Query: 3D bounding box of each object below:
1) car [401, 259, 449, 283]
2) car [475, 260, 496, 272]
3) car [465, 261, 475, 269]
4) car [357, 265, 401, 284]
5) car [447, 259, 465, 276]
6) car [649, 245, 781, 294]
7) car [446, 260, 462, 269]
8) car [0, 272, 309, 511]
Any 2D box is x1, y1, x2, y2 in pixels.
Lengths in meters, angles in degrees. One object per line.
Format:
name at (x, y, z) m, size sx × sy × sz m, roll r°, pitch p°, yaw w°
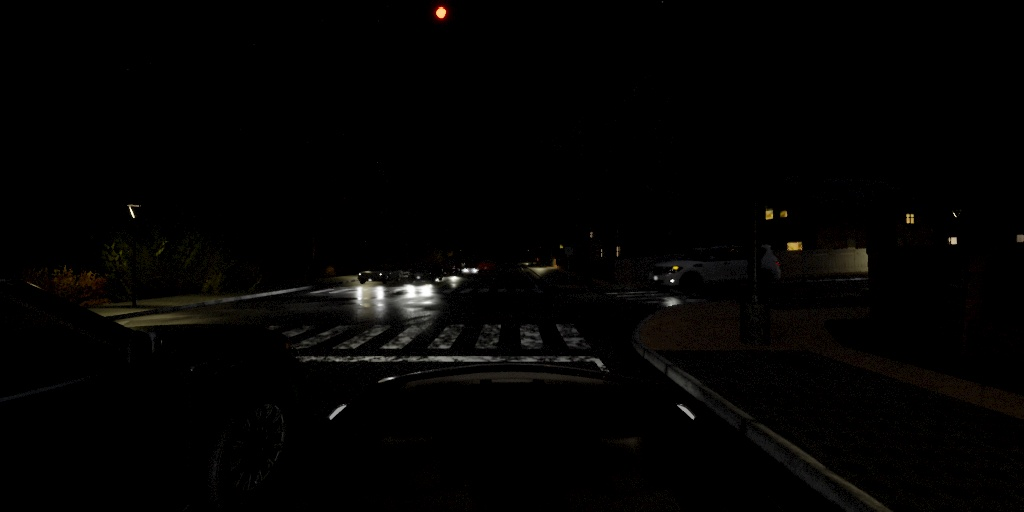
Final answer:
car at (-6.596, 1.254, 27.731) m, size 2.128 × 1.511 × 4.902 m, roll 0°, pitch 0°, yaw 0°
car at (-3.146, 1.258, 45.559) m, size 1.882 × 1.535 × 5.008 m, roll 0°, pitch 0°, yaw 0°
car at (-6.536, 1.398, 58.189) m, size 1.895 × 1.301 × 4.718 m, roll 0°, pitch 0°, yaw 1°
car at (-9.848, 1.363, 27.070) m, size 1.895 × 1.301 × 4.718 m, roll 0°, pitch 0°, yaw 0°
car at (-6.590, 1.124, 37.555) m, size 2.097 × 1.767 × 4.553 m, roll 0°, pitch 0°, yaw 0°
car at (9.233, 0.557, 16.468) m, size 5.566 × 2.045 × 2.150 m, roll -2°, pitch -1°, yaw -6°
car at (-9.764, 1.326, 60.618) m, size 1.812 × 1.442 × 4.674 m, roll 0°, pitch 0°, yaw 0°
car at (-3.159, 0.971, 1.207) m, size 2.150 × 2.045 × 5.566 m, roll 0°, pitch 0°, yaw 2°
